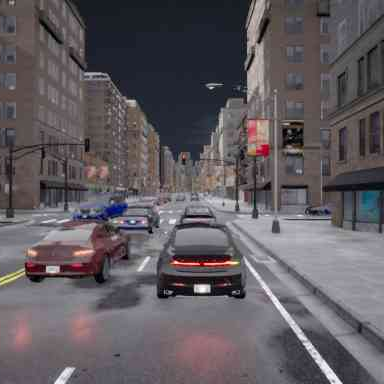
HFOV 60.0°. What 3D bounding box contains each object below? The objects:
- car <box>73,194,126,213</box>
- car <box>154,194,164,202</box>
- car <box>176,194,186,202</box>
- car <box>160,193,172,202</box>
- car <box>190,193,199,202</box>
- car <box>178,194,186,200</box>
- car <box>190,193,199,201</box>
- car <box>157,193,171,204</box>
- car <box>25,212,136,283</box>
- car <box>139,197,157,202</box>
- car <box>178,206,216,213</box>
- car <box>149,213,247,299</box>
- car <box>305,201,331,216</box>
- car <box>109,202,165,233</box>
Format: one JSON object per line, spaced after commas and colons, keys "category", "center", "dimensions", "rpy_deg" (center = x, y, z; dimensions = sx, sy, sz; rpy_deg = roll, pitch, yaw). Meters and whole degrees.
{"category": "car", "center": [-6.454, 1.214, 24.051], "dimensions": [2.150, 2.045, 5.566], "rpy_deg": [-1, 0, 10]}
{"category": "car", "center": [-6.126, 1.498, 54.104], "dimensions": [1.812, 1.442, 4.674], "rpy_deg": [0, 0, 1]}
{"category": "car", "center": [-2.622, 1.493, 75.655], "dimensions": [1.994, 1.385, 4.181], "rpy_deg": [0, 0, 0]}
{"category": "car", "center": [-5.874, 1.170, 75.458], "dimensions": [2.150, 2.045, 5.566], "rpy_deg": [0, 0, 0]}
{"category": "car", "center": [0.637, 1.473, 75.392], "dimensions": [1.812, 1.442, 4.674], "rpy_deg": [0, 0, 0]}
{"category": "car", "center": [-2.545, 1.245, 85.658], "dimensions": [1.882, 1.535, 5.008], "rpy_deg": [0, 0, 0]}
{"category": "car", "center": [0.706, 1.160, 85.660], "dimensions": [2.150, 2.045, 5.566], "rpy_deg": [0, 0, 0]}
{"category": "car", "center": [-5.998, 1.183, 64.765], "dimensions": [2.150, 2.045, 5.566], "rpy_deg": [0, 0, 1]}
{"category": "car", "center": [-3.026, 1.527, 9.595], "dimensions": [1.812, 1.442, 4.674], "rpy_deg": [0, 0, 1]}
{"category": "car", "center": [-6.212, 1.582, 44.093], "dimensions": [1.895, 1.301, 4.718], "rpy_deg": [0, 0, 0]}
{"category": "car", "center": [0.291, 1.490, 17.855], "dimensions": [2.128, 1.511, 4.902], "rpy_deg": [0, 0, -1]}
{"category": "car", "center": [0.205, 1.506, 8.459], "dimensions": [1.837, 1.490, 4.892], "rpy_deg": [0, 0, 0]}
{"category": "car", "center": [14.124, 1.634, 33.127], "dimensions": [5.357, 1.411, 2.033], "rpy_deg": [0, -1, -3]}
{"category": "car", "center": [-2.959, 1.546, 19.162], "dimensions": [2.033, 1.411, 5.357], "rpy_deg": [0, 0, 0]}
